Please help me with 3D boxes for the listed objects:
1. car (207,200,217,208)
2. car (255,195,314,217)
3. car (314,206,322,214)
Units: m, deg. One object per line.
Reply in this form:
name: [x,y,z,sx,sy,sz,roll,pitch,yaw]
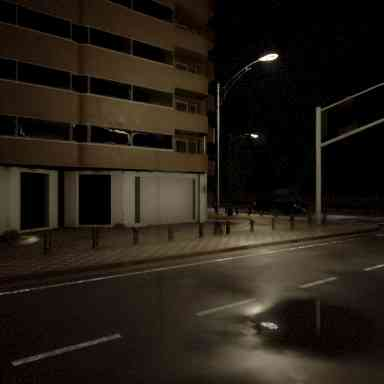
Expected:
car: [1.498,1.656,48.502,1.895,1.301,4.718,0,0,-36]
car: [8.651,1.276,32.627,2.150,2.045,5.566,0,0,-36]
car: [11.182,1.656,35.077,1.895,1.301,4.718,0,0,-36]
